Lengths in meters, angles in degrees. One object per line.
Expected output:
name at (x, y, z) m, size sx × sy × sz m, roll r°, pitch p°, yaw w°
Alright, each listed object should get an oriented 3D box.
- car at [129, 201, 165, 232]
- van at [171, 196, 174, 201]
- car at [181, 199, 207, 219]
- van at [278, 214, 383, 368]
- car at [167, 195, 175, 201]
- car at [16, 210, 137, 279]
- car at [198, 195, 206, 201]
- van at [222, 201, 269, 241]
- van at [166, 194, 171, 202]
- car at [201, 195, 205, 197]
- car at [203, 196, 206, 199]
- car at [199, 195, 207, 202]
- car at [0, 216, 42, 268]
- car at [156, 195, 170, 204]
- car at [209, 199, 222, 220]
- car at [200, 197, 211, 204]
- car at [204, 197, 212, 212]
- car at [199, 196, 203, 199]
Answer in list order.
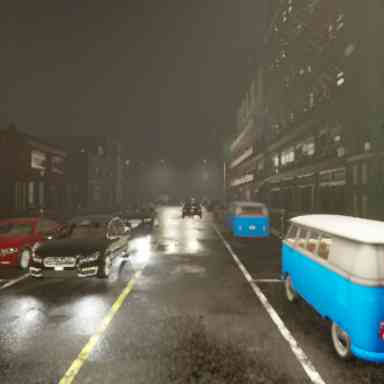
car at (-3.084, 1.530, 20.516) m, size 2.128 × 1.511 × 4.902 m, roll 0°, pitch 0°, yaw 0°
van at (-5.660, 1.440, 78.133) m, size 1.690 × 1.788 × 3.998 m, roll 1°, pitch 0°, yaw 0°
car at (0.009, 1.602, 30.078) m, size 2.033 × 1.411 × 5.357 m, roll 0°, pitch 0°, yaw 0°
van at (2.705, 1.353, 5.624) m, size 1.690 × 1.788 × 3.998 m, roll 1°, pitch 0°, yaw 0°
car at (-5.662, 1.648, 89.294) m, size 1.887 × 1.381 × 4.507 m, roll 1°, pitch 0°, yaw 0°
car at (-3.086, 1.525, 10.143) m, size 1.837 × 1.490 × 4.892 m, roll 0°, pitch 0°, yaw 0°
car at (2.719, 1.654, 89.334) m, size 2.008 × 1.369 × 4.403 m, roll 1°, pitch 0°, yaw 0°
van at (2.708, 1.374, 16.787) m, size 1.690 × 1.788 × 3.998 m, roll 1°, pitch 0°, yaw 0°
van at (-5.662, 1.433, 66.973) m, size 1.690 × 1.788 × 3.998 m, roll 1°, pitch 0°, yaw 0°
car at (2.712, 1.627, 55.852) m, size 1.887 × 1.381 × 4.507 m, roll 1°, pitch 0°, yaw 0°
car at (2.710, 1.638, 44.690) m, size 1.947 × 1.339 × 4.313 m, roll 1°, pitch 0°, yaw 0°
car at (2.719, 1.541, 83.755) m, size 1.967 × 1.590 × 4.097 m, roll 1°, pitch 0°, yaw 0°
car at (-5.677, 1.567, 11.171) m, size 1.887 × 1.381 × 4.507 m, roll 1°, pitch 0°, yaw 0°
car at (-5.667, 1.654, 61.393) m, size 1.947 × 1.339 × 4.313 m, roll 1°, pitch 0°, yaw 0°
car at (2.707, 1.577, 28.117) m, size 1.752 × 1.417 × 4.829 m, roll 1°, pitch 0°, yaw 0°
car at (2.714, 1.643, 67.014) m, size 2.008 × 1.369 × 4.403 m, roll 1°, pitch 0°, yaw 0°
car at (2.709, 1.632, 39.109) m, size 1.947 × 1.339 × 4.313 m, roll 1°, pitch 0°, yaw 0°
car at (0.041, 1.619, 43.477) m, size 2.033 × 1.411 × 5.357 m, roll 0°, pitch 0°, yaw 1°
